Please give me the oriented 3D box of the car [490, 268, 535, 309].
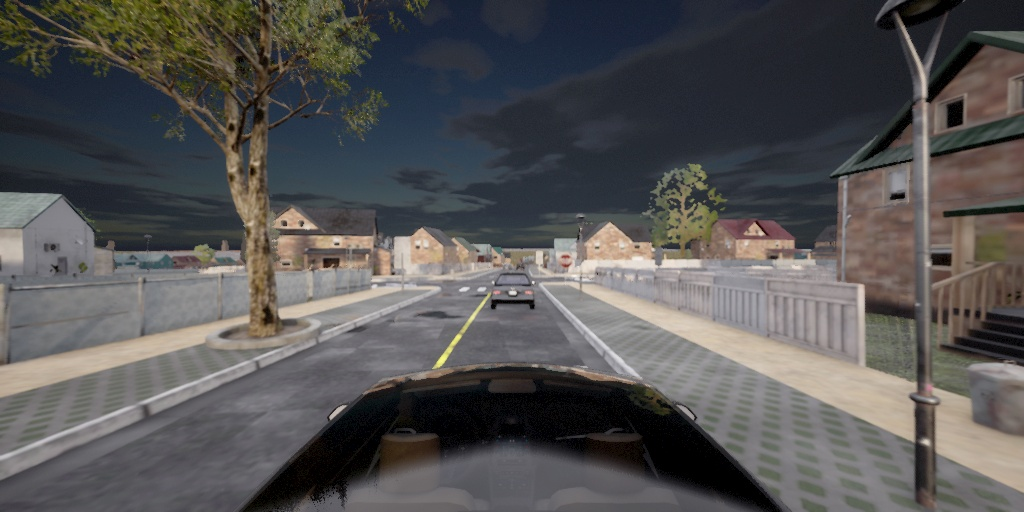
[{"bbox_3d":[0.048,1.443,15.815,2.033,1.411,5.357,0,-1,1],"label":"car"}]
